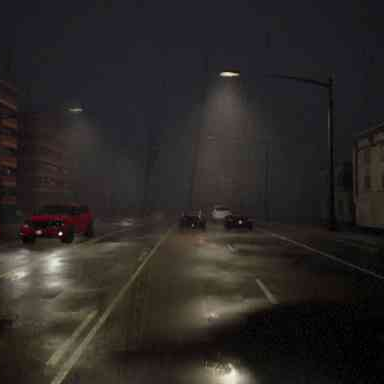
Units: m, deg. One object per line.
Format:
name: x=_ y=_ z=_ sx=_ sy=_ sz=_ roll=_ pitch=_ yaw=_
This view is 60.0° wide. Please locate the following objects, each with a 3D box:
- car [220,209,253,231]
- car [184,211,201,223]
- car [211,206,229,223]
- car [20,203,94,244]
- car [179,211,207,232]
car: x=3.582 y=2.301 z=26.600 sx=1.994 sy=1.385 sz=4.181 roll=0 pitch=-3 yaw=0
car: x=0.095 y=3.137 z=42.143 sx=1.994 sy=1.385 sz=4.181 roll=0 pitch=-3 yaw=0
car: x=3.594 y=2.751 z=41.327 sx=2.150 sy=2.045 sz=5.566 roll=0 pitch=-3 yaw=0
car: x=-7.017 y=1.604 z=18.070 sx=2.150 sy=2.045 sz=5.566 roll=0 pitch=-2 yaw=0
car: x=0.074 y=2.137 z=24.643 sx=2.128 sy=1.511 sz=4.902 roll=0 pitch=-2 yaw=0
